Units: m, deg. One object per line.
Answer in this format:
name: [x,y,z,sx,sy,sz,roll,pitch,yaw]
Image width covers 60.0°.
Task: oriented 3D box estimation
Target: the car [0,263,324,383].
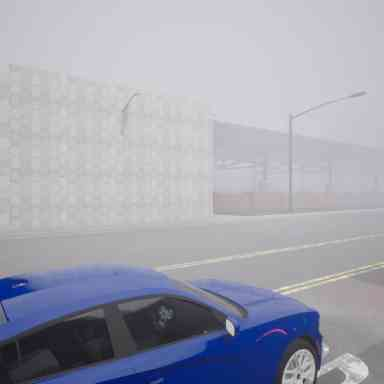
car: [-0.743,1.478,3.220,5.008,1.535,1.882,0,0,-36]
